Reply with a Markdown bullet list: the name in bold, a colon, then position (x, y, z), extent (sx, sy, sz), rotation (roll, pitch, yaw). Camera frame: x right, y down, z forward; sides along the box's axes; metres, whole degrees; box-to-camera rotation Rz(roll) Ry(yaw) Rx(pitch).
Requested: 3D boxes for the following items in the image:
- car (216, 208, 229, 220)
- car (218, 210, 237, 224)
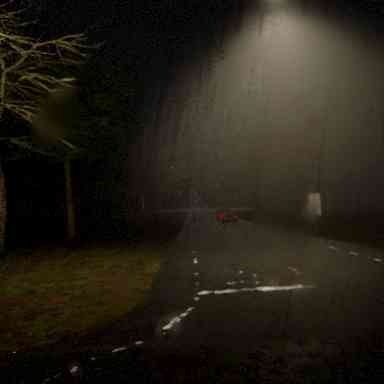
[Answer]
- **car**: position (5.302, 3.801, 56.193), extent (2.150, 2.045, 5.566), rotation (-4, -2, 0)
- **car**: position (5.373, 3.832, 48.640), extent (1.994, 1.385, 4.181), rotation (-4, -3, 1)
